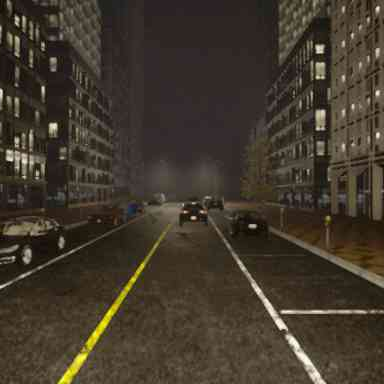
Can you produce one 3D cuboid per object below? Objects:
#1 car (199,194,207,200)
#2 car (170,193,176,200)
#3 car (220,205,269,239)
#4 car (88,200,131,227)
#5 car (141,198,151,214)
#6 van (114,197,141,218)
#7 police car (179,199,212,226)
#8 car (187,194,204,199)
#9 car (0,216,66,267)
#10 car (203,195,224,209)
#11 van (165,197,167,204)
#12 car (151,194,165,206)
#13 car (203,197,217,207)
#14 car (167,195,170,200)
[{"bbox_3d":[2.727,1.300,85.181,1.967,1.590,4.097,0,0,0],"label":"car"},{"bbox_3d":[-5.654,1.386,85.030,1.752,1.417,4.829,0,0,0],"label":"car"},{"bbox_3d":[2.700,1.544,16.879,1.947,1.339,4.313,0,0,0],"label":"car"},{"bbox_3d":[-5.679,1.515,22.587,1.887,1.381,4.507,0,0,0],"label":"car"},{"bbox_3d":[-5.674,1.535,33.972,1.802,1.307,4.206,0,0,0],"label":"car"},{"bbox_3d":[-5.676,1.303,28.279,1.690,1.788,3.998,0,0,0],"label":"van"},{"bbox_3d":[0.109,1.472,23.469,2.038,1.542,4.974,0,0,0],"label":"police car"},{"bbox_3d":[0.115,1.293,41.170,2.097,1.767,4.553,0,0,0],"label":"car"},{"bbox_3d":[-5.683,1.537,11.203,2.008,1.369,4.403,0,0,0],"label":"car"},{"bbox_3d":[2.709,1.384,39.646,1.967,1.590,4.097,0,0,0],"label":"car"},{"bbox_3d":[-5.664,1.255,56.740,1.690,1.788,3.998,0,0,0],"label":"van"},{"bbox_3d":[-5.667,1.365,51.047,1.967,1.590,4.097,0,0,0],"label":"car"},{"bbox_3d":[2.713,1.506,51.030,1.802,1.307,4.206,0,0,0],"label":"car"},{"bbox_3d":[-5.663,1.470,62.433,1.947,1.339,4.313,0,0,0],"label":"car"}]
